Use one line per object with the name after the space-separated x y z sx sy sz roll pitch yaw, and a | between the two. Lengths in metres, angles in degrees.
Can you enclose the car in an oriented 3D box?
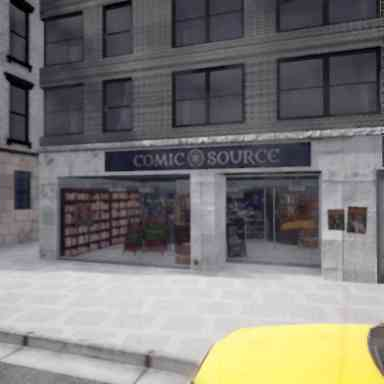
2.497 1.472 2.224 5.366 1.575 1.801 0 0 18 | car
